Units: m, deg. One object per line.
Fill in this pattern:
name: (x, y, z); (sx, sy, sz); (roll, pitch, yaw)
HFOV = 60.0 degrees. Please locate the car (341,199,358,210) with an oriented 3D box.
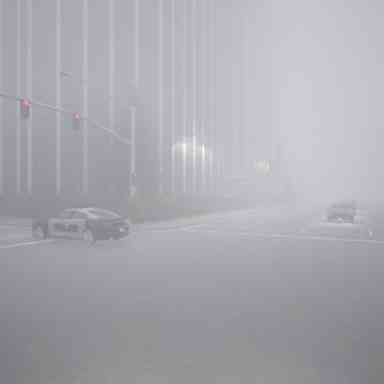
car: (21.314, 1.601, 44.967); (1.895, 1.301, 4.718); (0, 0, 27)

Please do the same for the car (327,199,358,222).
car: (11.890, 1.547, 26.443); (2.033, 1.411, 5.357); (0, 0, 27)

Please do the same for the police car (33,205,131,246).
police car: (-5.282, 1.425, 15.442); (5.238, 1.638, 1.930); (0, 0, 28)
